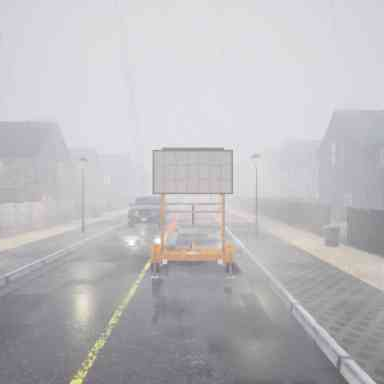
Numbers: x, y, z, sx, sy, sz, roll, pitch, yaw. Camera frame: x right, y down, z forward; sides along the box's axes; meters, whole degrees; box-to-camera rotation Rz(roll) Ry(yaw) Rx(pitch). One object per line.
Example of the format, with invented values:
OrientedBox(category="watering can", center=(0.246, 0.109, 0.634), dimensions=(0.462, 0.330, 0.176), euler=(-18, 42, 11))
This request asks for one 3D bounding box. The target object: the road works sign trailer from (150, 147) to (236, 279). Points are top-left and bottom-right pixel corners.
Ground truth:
OrientedBox(category="road works sign trailer", center=(0.027, 0.466, 10.071), dimensions=(2.380, 3.560, 2.880), euler=(0, 0, 1))

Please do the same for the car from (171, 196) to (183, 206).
OrientedBox(category="car", center=(-2.620, 1.546, 59.217), dimensions=(2.097, 1.767, 4.553), euler=(0, 0, 0))

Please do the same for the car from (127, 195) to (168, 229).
OrientedBox(category="car", center=(-2.803, 1.240, 22.082), dimensions=(2.150, 2.045, 5.566), euler=(0, 0, 0))
